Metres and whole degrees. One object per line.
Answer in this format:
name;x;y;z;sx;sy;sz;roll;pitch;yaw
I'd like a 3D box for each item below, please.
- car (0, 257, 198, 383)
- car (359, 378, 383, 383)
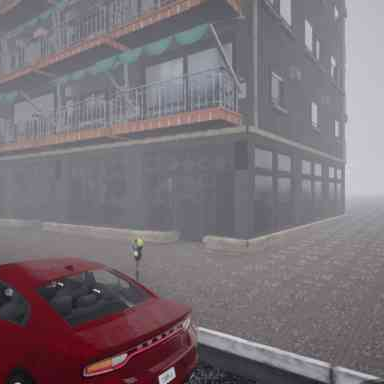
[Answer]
car;-2.042;1.545;4.326;4.507;1.381;1.887;0;0;35
car;2.551;1.566;1.059;4.313;1.339;1.947;0;0;35
